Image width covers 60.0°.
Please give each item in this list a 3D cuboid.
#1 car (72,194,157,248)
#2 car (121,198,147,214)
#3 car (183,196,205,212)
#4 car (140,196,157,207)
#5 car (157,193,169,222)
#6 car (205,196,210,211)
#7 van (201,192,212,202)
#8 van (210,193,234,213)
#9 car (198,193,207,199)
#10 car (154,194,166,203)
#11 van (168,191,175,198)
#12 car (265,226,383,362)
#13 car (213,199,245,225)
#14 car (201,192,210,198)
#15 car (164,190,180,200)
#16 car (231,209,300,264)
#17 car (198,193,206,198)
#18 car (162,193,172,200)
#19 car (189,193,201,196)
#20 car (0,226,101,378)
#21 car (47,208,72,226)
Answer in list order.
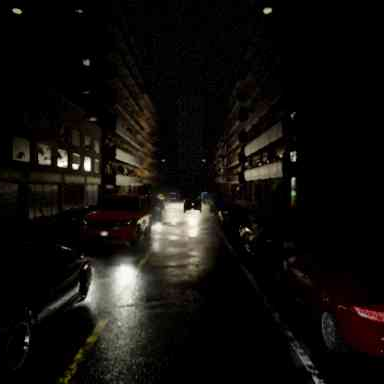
[{"bbox_3d":[-3.094,1.119,14.677,2.150,2.045,5.566,0,0,1],"label":"car"},{"bbox_3d":[-5.727,1.315,33.361,1.887,1.381,4.507,0,0,0],"label":"car"},{"bbox_3d":[0.074,1.365,34.231,1.895,1.301,4.718,0,0,0],"label":"car"},{"bbox_3d":[-5.736,1.279,44.408,1.802,1.307,4.206,0,0,0],"label":"car"},{"bbox_3d":[-3.104,1.182,24.481,2.097,1.767,4.553,0,0,0],"label":"car"},{"bbox_3d":[2.654,1.336,33.356,1.947,1.339,4.313,0,0,0],"label":"car"},{"bbox_3d":[2.628,0.931,60.972,1.690,1.788,3.998,-1,0,0],"label":"van"},{"bbox_3d":[2.657,1.148,27.831,1.690,1.788,3.998,0,0,0],"label":"van"},{"bbox_3d":[2.611,1.001,83.065,2.008,1.369,4.403,-1,0,0],"label":"car"},{"bbox_3d":[-5.751,1.116,60.808,1.752,1.417,4.829,0,0,0],"label":"car"},{"bbox_3d":[-5.782,0.723,94.117,1.690,1.788,3.998,-1,0,0],"label":"van"},{"bbox_3d":[2.679,1.541,5.739,1.802,1.307,4.206,0,0,0],"label":"car"},{"bbox_3d":[2.664,1.389,22.309,1.887,1.381,4.507,0,0,0],"label":"car"},{"bbox_3d":[2.639,1.185,50.095,1.752,1.417,4.829,0,0,0],"label":"car"},{"bbox_3d":[-3.045,0.486,52.125,2.150,2.045,5.566,0,0,0],"label":"car"},{"bbox_3d":[2.674,1.486,11.263,1.947,1.339,4.313,0,0,0],"label":"car"},{"bbox_3d":[2.606,0.967,88.588,2.008,1.369,4.403,-1,0,0],"label":"car"},{"bbox_3d":[-5.765,1.051,77.547,1.947,1.339,4.313,0,0,0],"label":"car"},{"bbox_3d":[-0.014,1.195,48.517,1.812,1.442,4.674,0,1,1],"label":"car"},{"bbox_3d":[-3.096,1.526,5.321,1.994,1.385,4.181,0,0,0],"label":"car"},{"bbox_3d":[-5.712,1.448,16.791,1.947,1.339,4.313,0,0,0],"label":"car"}]
